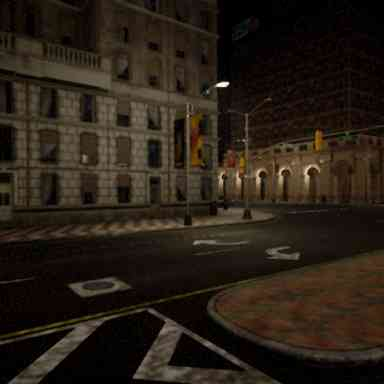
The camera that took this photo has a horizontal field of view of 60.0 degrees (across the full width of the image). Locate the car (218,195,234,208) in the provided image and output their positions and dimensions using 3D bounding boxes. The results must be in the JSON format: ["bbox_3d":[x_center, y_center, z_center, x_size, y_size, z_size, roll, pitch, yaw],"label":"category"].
[{"bbox_3d":[3.572,1.154,44.662,2.097,1.767,4.553,0,0,-36],"label":"car"}]
